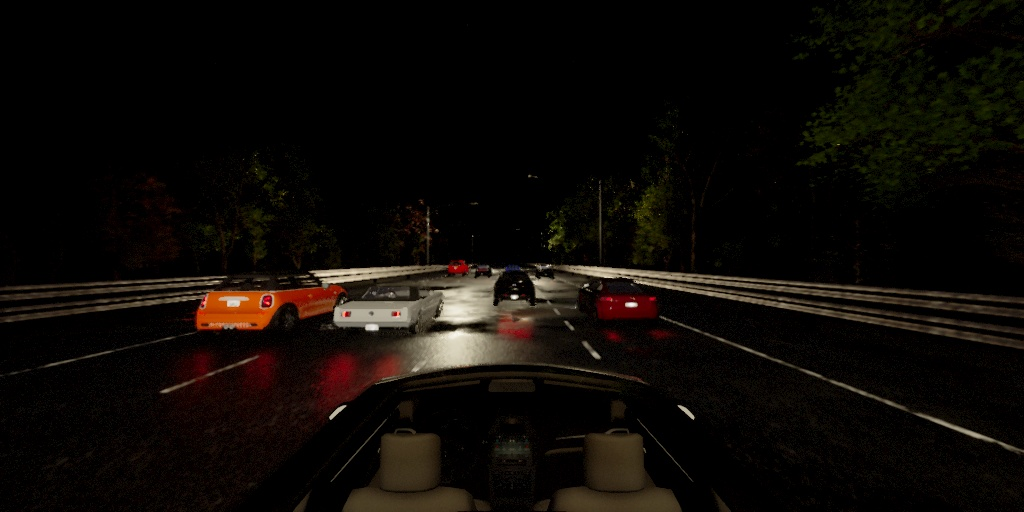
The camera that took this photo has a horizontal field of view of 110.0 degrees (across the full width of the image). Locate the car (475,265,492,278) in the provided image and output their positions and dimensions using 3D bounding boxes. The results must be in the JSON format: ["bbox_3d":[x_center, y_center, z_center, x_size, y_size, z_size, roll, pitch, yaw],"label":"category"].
[{"bbox_3d":[-3.391,1.860,43.093,2.128,1.511,4.902,0,-1,0],"label":"car"}]

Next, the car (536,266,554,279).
[{"bbox_3d":[3.606,1.819,40.431,2.128,1.511,4.902,0,-1,0],"label":"car"}]

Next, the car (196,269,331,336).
[{"bbox_3d":[-6.902,1.233,11.009,2.097,1.767,4.553,0,-1,0],"label":"car"}]

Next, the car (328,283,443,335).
[{"bbox_3d":[-3.400,1.482,10.959,1.895,1.301,4.718,0,-1,0],"label":"car"}]

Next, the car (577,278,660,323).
[{"bbox_3d":[3.599,1.473,12.815,1.994,1.385,4.181,0,-1,0],"label":"car"}]

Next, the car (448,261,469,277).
[{"bbox_3d":[-6.891,1.642,46.487,2.150,2.045,5.566,0,-1,0],"label":"car"}]

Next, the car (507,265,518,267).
[{"bbox_3d":[0.109,1.875,45.084,1.882,1.535,5.008,0,-1,0],"label":"car"}]

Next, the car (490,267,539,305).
[{"bbox_3d":[0.103,1.486,17.537,1.837,1.490,4.892,0,0,0],"label":"car"}]
